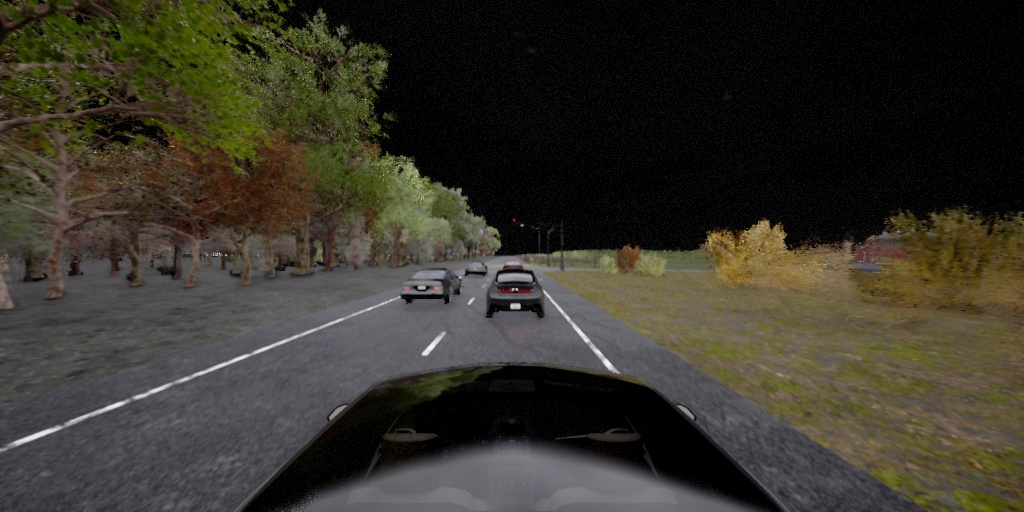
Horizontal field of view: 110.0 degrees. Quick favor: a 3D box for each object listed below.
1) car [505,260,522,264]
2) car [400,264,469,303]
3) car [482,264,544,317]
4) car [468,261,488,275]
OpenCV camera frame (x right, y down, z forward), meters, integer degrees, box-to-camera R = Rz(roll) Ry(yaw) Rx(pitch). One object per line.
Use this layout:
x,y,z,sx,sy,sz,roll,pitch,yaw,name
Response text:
0.108,1.093,31.582,1.882,1.535,5.008,0,0,0,car
-3.400,1.234,16.029,2.033,1.411,5.357,0,0,0,car
0.101,1.207,12.921,1.837,1.490,4.892,0,1,0,car
-3.396,1.165,34.763,1.994,1.385,4.181,0,0,0,car
